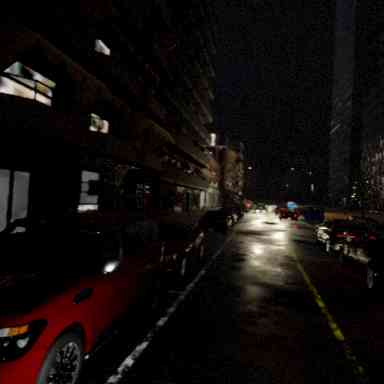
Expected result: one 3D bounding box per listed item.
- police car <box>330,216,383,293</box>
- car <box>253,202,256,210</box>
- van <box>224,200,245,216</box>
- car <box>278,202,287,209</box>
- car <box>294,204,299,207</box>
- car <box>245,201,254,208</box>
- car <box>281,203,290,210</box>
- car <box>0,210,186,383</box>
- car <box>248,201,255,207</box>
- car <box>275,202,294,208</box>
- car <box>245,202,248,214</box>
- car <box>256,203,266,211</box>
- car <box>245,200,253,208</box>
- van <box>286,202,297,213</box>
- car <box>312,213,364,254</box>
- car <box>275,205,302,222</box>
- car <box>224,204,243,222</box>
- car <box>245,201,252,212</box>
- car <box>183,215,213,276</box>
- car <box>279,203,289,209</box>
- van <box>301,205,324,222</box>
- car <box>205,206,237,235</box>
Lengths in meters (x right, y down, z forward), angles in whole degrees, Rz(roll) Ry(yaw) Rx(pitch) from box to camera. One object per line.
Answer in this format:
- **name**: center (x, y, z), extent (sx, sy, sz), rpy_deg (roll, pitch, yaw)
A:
- **police car**: center (5.791, 1.812, 9.846), extent (1.930, 1.638, 5.238), rpy_deg (3, -1, 11)
- **car**: center (10.756, 2.493, 65.055), extent (2.192, 1.841, 5.009), rpy_deg (4, 0, 12)
- **van**: center (3.882, 1.851, 32.359), extent (1.690, 1.788, 3.998), rpy_deg (4, 0, 12)
- **car**: center (24.664, 3.575, 90.572), extent (1.967, 1.590, 4.097), rpy_deg (4, 0, 12)
- **car**: center (15.493, 2.820, 46.974), extent (1.802, 1.307, 4.206), rpy_deg (4, 0, 12)
- **car**: center (14.176, 3.059, 81.402), extent (1.887, 1.381, 4.507), rpy_deg (4, 0, 12)
- **car**: center (22.402, 3.438, 79.838), extent (1.752, 1.417, 4.829), rpy_deg (4, 0, 12)
- **car**: center (-1.843, 1.272, 5.110), extent (2.192, 1.841, 5.009), rpy_deg (4, 0, 12)
- **car**: center (16.465, 3.321, 92.302), extent (1.802, 1.307, 4.206), rpy_deg (4, 0, 12)
- **car**: center (12.670, 2.570, 46.634), extent (1.882, 1.535, 5.008), rpy_deg (3, 0, 12)
- **car**: center (4.981, 2.143, 37.640), extent (1.752, 1.417, 4.829), rpy_deg (4, 0, 12)
- **car**: center (13.443, 2.876, 64.902), extent (1.994, 1.385, 4.181), rpy_deg (3, -1, 12)
- **car**: center (8.417, 2.476, 53.989), extent (1.752, 1.417, 4.829), rpy_deg (4, 0, 12)
- **van**: center (18.944, 2.914, 63.326), extent (1.690, 1.788, 3.998), rpy_deg (4, 0, 12)
- **car**: center (7.065, 2.012, 15.606), extent (1.837, 1.490, 4.892), rpy_deg (3, -1, 12)
- **car**: center (10.621, 2.494, 36.815), extent (1.895, 1.301, 4.718), rpy_deg (3, -1, 12)
- **car**: center (2.723, 1.949, 26.907), extent (2.008, 1.369, 4.403), rpy_deg (4, 0, 12)
- **car**: center (7.305, 2.394, 48.704), extent (2.008, 1.369, 4.403), rpy_deg (4, 0, 12)
- **car**: center (-0.713, 1.611, 10.559), extent (1.887, 1.381, 4.507), rpy_deg (4, 0, 12)
- **car**: center (23.511, 3.567, 85.122), extent (1.887, 1.381, 4.507), rpy_deg (4, 0, 12)
- **van**: center (13.218, 2.358, 36.078), extent (1.690, 1.788, 3.998), rpy_deg (4, 0, 12)
- **car**: center (1.577, 1.853, 21.458), extent (1.947, 1.339, 4.313), rpy_deg (4, 0, 12)
